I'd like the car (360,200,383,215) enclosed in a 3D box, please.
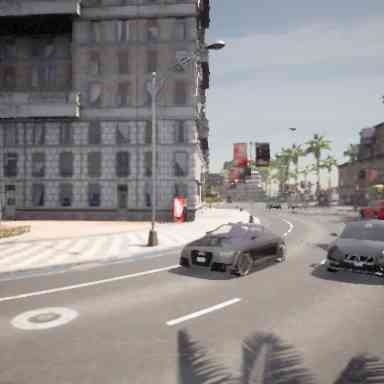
[{"bbox_3d":[17.673,1.752,31.012,2.150,2.045,5.566,0,-1,8],"label":"car"}]

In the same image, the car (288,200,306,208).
[{"bbox_3d":[15.878,1.839,50.301,2.097,1.767,4.553,0,-1,5],"label":"car"}]

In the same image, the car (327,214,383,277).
[{"bbox_3d":[5.756,1.689,10.689,1.837,1.490,4.892,0,-1,35],"label":"car"}]

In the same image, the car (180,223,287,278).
[{"bbox_3d":[1.497,1.742,10.928,1.994,1.385,4.181,-1,-1,39],"label":"car"}]
